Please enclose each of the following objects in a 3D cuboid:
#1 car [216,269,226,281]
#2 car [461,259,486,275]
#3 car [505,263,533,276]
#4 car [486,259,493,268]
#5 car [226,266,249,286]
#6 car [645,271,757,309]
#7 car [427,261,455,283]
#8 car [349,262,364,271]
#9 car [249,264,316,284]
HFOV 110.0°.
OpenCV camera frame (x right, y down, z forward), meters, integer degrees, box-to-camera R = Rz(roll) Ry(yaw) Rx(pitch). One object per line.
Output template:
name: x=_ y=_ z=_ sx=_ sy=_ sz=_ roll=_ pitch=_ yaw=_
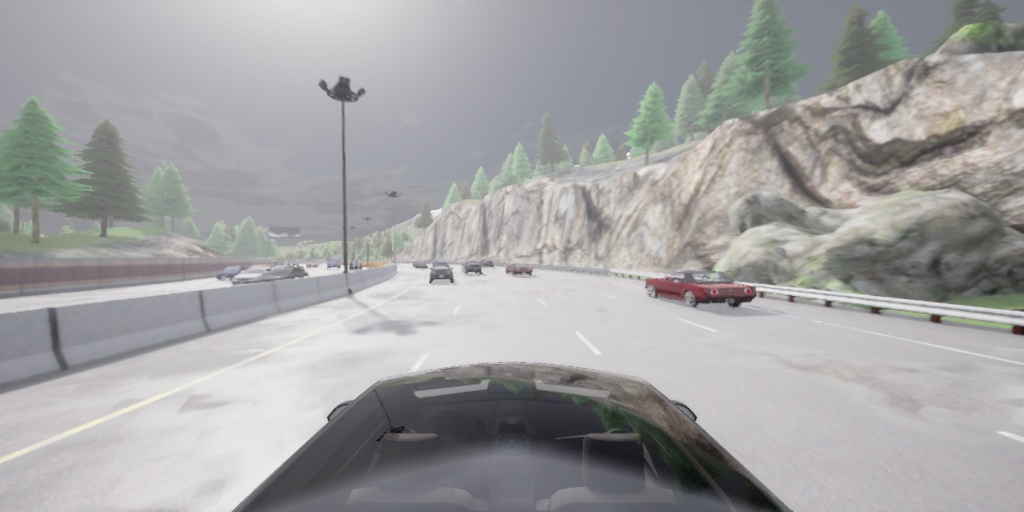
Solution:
car: x=-29.440 y=1.774 z=38.179 sx=1.812 sy=1.442 sz=4.674 roll=-1 pitch=0 yaw=-15
car: x=-4.640 y=1.340 z=41.002 sx=1.837 sy=1.490 sz=4.892 roll=0 pitch=0 yaw=-15
car: x=0.595 y=1.349 z=36.543 sx=1.895 sy=1.301 sz=4.718 roll=-1 pitch=0 yaw=-14
car: x=-4.822 y=1.349 z=64.388 sx=1.837 sy=1.490 sz=4.892 roll=1 pitch=-1 yaw=-23
car: x=-20.001 y=1.614 z=28.345 sx=1.812 sy=1.442 sz=4.674 roll=-1 pitch=0 yaw=-10
car: x=7.148 y=1.235 z=14.315 sx=1.895 sy=1.301 sz=4.718 roll=-1 pitch=0 yaw=-5
car: x=-5.732 y=1.377 z=29.284 sx=1.812 sy=1.442 sz=4.674 roll=-1 pitch=0 yaw=-10
car: x=-25.230 y=1.685 z=58.195 sx=1.837 sy=1.490 sz=4.892 roll=0 pitch=0 yaw=-22
car: x=-15.913 y=1.525 z=25.199 sx=1.837 sy=1.490 sz=4.892 roll=-1 pitch=0 yaw=-9
